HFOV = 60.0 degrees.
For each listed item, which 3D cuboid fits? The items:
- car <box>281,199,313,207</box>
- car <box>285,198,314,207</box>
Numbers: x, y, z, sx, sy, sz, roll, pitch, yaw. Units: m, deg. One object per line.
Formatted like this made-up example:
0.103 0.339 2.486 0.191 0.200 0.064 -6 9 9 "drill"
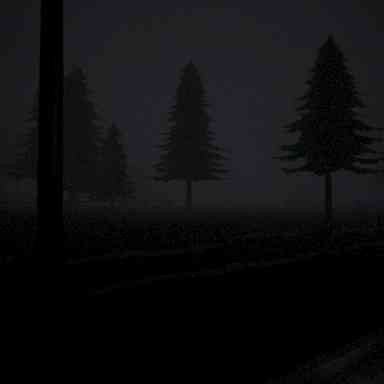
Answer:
19.062 2.050 60.722 5.357 1.411 2.033 0 0 30 "car"
20.525 2.026 63.481 4.892 1.490 1.837 0 0 30 "car"
